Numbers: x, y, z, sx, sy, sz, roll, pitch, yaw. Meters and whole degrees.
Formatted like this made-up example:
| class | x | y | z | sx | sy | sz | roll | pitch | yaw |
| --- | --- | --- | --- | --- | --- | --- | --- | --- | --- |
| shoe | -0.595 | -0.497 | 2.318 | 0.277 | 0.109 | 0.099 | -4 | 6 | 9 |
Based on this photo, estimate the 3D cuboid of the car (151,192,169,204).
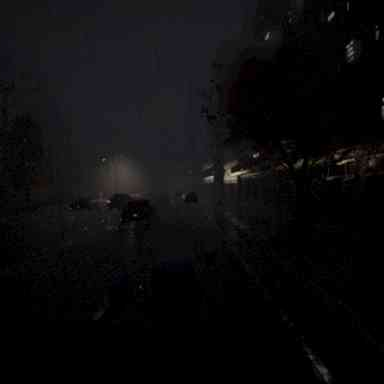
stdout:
| class | x | y | z | sx | sy | sz | roll | pitch | yaw |
| --- | --- | --- | --- | --- | --- | --- | --- | --- | --- |
| car | -4.222 | 0.905 | 46.838 | 2.128 | 1.511 | 4.902 | 0 | 1 | -2 |

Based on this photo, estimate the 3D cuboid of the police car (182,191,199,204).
| class | x | y | z | sx | sy | sz | roll | pitch | yaw |
| --- | --- | --- | --- | --- | --- | --- | --- | --- | --- |
| police car | -0.123 | 0.826 | 47.769 | 1.930 | 1.638 | 5.238 | 0 | 1 | -3 |

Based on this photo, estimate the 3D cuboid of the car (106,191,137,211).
| class | x | y | z | sx | sy | sz | roll | pitch | yaw |
| --- | --- | --- | --- | --- | --- | --- | --- | --- | --- |
| car | -7.151 | 0.932 | 33.154 | 2.097 | 1.767 | 4.553 | 0 | 1 | -2 |

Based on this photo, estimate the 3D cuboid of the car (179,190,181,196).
| class | x | y | z | sx | sy | sz | roll | pitch | yaw |
| --- | --- | --- | --- | --- | --- | --- | --- | --- | --- |
| car | -0.950 | 0.566 | 63.691 | 2.097 | 1.767 | 4.553 | 0 | 1 | -3 |

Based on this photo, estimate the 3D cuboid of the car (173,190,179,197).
| class | x | y | z | sx | sy | sz | roll | pitch | yaw |
| --- | --- | --- | --- | --- | --- | --- | --- | --- | --- |
| car | -3.198 | 0.375 | 82.793 | 1.837 | 1.490 | 4.892 | 0 | 1 | -4 |

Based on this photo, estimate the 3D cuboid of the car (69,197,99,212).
| class | x | y | z | sx | sy | sz | roll | pitch | yaw |
| --- | --- | --- | --- | --- | --- | --- | --- | --- | --- |
| car | -10.371 | 1.157 | 32.120 | 1.994 | 1.385 | 4.181 | 0 | 1 | -2 |

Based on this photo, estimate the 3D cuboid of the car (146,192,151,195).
| class | x | y | z | sx | sy | sz | roll | pitch | yaw |
| --- | --- | --- | --- | --- | --- | --- | --- | --- | --- |
| car | -9.074 | 0.644 | 73.632 | 1.994 | 1.385 | 4.181 | 0 | 1 | -4 |

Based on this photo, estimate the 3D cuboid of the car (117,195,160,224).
| class | x | y | z | sx | sy | sz | roll | pitch | yaw |
| --- | --- | --- | --- | --- | --- | --- | --- | --- | --- |
| car | -3.425 | 1.189 | 22.225 | 1.882 | 1.535 | 5.008 | 0 | 1 | -1 |

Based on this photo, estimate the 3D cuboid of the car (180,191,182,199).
| class | x | y | z | sx | sy | sz | roll | pitch | yaw |
| --- | --- | --- | --- | --- | --- | --- | --- | --- | --- |
| car | -0.622 | 0.737 | 57.890 | 1.801 | 1.575 | 5.366 | 0 | 1 | -3 |

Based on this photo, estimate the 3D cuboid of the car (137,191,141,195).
| class | x | y | z | sx | sy | sz | roll | pitch | yaw |
| --- | --- | --- | --- | --- | --- | --- | --- | --- | --- |
| car | -12.261 | 0.586 | 72.570 | 1.882 | 1.535 | 5.008 | 0 | 1 | -4 |
